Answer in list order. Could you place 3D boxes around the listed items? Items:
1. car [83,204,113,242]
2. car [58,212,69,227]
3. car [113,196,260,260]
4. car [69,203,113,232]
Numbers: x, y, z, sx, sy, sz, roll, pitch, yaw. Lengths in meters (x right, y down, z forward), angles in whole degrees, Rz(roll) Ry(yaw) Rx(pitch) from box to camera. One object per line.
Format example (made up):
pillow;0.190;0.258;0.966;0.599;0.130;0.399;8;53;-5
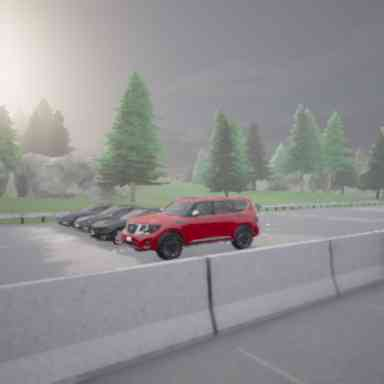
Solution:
car;-2.111;1.453;15.378;5.008;1.535;1.882;0;0;-35
car;-5.948;1.478;21.239;4.892;1.490;1.837;0;0;-35
car;0.149;1.197;12.691;5.566;2.045;2.150;0;0;-35
car;-3.890;1.479;18.408;4.892;1.490;1.837;0;0;-35
